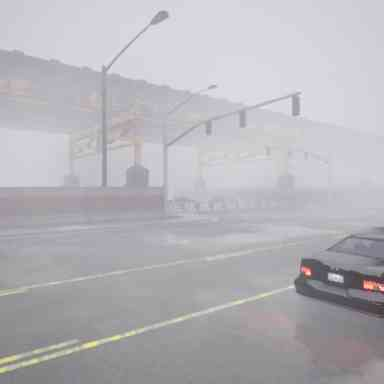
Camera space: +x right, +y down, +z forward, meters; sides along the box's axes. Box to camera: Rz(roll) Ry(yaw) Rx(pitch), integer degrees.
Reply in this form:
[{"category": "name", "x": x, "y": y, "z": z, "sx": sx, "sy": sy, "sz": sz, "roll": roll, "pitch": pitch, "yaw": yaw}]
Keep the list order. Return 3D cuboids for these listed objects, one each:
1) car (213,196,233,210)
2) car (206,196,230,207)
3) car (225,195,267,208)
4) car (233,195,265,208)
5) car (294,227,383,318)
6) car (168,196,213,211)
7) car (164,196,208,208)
[{"category": "car", "x": 3.113, "y": 1.226, "z": 39.145, "sx": 2.038, "sy": 1.542, "sz": 4.974, "roll": 0, "pitch": 0, "yaw": 17}, {"category": "car", "x": 3.126, "y": 1.068, "z": 39.194, "sx": 1.853, "sy": 1.218, "sz": 4.536, "roll": 0, "pitch": 0, "yaw": 17}, {"category": "car", "x": 6.952, "y": 1.178, "z": 42.977, "sx": 4.974, "sy": 1.542, "sz": 2.038, "roll": 0, "pitch": 0, "yaw": -8}, {"category": "car", "x": 6.899, "y": 1.021, "z": 42.968, "sx": 4.536, "sy": 1.218, "sz": 1.853, "roll": 0, "pitch": 0, "yaw": -8}, {"category": "car", "x": 4.456, "y": 1.479, "z": 7.120, "sx": 5.357, "sy": 1.411, "sz": 2.033, "roll": -1, "pitch": 0, "yaw": -36}, {"category": "car", "x": -0.581, "y": 1.267, "z": 36.390, "sx": 4.974, "sy": 1.542, "sz": 2.038, "roll": 0, "pitch": 0, "yaw": 7}, {"category": "car", "x": -0.634, "y": 1.110, "z": 36.396, "sx": 4.536, "sy": 1.218, "sz": 1.853, "roll": 0, "pitch": 0, "yaw": 7}]
